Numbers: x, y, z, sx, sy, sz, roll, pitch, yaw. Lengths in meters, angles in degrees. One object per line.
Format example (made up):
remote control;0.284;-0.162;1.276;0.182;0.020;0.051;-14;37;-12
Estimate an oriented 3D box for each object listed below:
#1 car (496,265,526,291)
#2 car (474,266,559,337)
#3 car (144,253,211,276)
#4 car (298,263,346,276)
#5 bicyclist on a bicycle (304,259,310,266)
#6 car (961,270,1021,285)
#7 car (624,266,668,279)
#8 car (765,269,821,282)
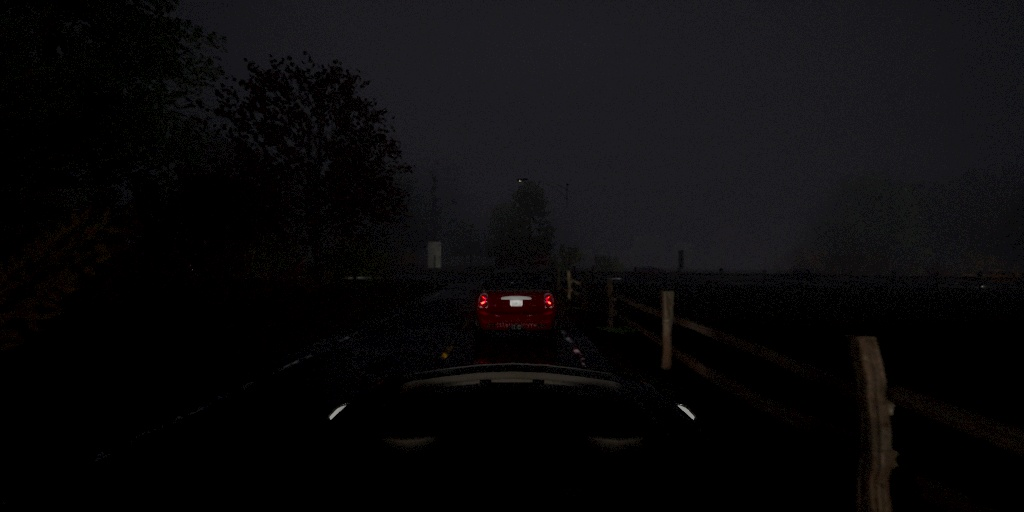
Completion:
car;-0.171;1.407;24.910;1.837;1.490;4.892;0;0;-4
car;0.103;1.160;10.696;2.097;1.767;4.553;0;0;0
car;-31.602;0.779;33.587;5.566;2.045;2.150;1;1;0
car;-17.756;1.311;33.632;4.181;1.385;1.994;1;1;0
bicyclist on a bicycle;-22.647;1.100;39.603;0.582;1.620;1.656;1;0;0
car;48.848;2.153;36.457;5.008;1.535;1.882;1;1;0
car;13.692;1.728;36.622;4.181;1.385;1.994;1;1;-1
car;28.475;1.978;36.589;4.718;1.301;1.895;1;1;0
